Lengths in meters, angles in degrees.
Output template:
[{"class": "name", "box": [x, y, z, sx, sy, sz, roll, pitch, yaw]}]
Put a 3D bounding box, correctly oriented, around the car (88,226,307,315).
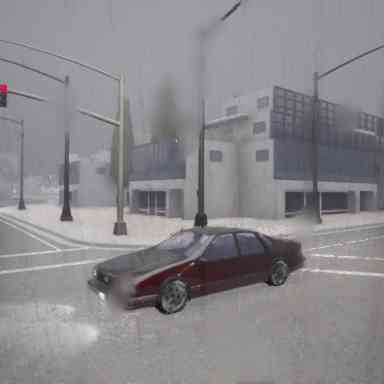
[{"class": "car", "box": [0.462, 1.550, 7.770, 5.357, 1.411, 2.033, 0, 0, -37]}]
